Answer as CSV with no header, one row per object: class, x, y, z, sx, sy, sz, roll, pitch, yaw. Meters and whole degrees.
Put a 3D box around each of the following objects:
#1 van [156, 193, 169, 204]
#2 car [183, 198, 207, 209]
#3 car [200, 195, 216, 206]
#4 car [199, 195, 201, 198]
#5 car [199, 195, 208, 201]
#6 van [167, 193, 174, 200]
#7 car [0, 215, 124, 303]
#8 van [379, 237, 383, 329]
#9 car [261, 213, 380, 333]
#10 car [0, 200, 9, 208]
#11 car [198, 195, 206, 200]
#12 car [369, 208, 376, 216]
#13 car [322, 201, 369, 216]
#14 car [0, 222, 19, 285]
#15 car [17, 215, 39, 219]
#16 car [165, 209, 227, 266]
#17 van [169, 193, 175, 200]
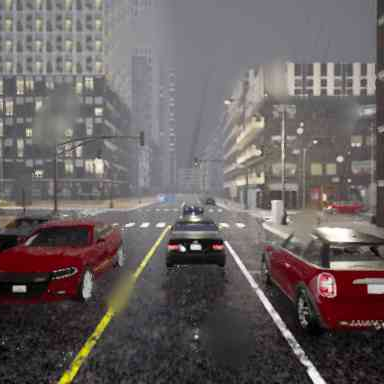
van,-5.696,1.243,61.630,1.690,1.788,3.998,0,0,0
car,0.128,1.576,31.748,1.895,1.301,4.718,1,0,0
car,2.686,1.482,51.664,1.947,1.339,4.313,0,0,0
car,2.685,1.447,61.631,1.887,1.381,4.507,0,0,0
car,2.685,1.430,78.594,2.008,1.369,4.403,0,0,0
van,-5.696,1.206,89.901,1.690,1.788,3.998,0,0,0
car,-3.051,1.462,8.422,1.882,1.535,5.008,0,0,1
van,2.686,1.339,1.223,1.690,1.788,3.998,0,0,0
car,2.686,1.428,6.773,1.967,1.590,4.097,0,0,0
car,-22.033,1.067,35.127,4.829,1.417,1.752,1,-1,-1
car,2.685,1.410,89.902,1.887,1.381,4.507,0,0,0
car,21.376,1.885,35.532,4.829,1.417,1.752,1,-1,-1
car,16.026,1.698,35.473,4.097,1.590,1.967,1,-1,-1
car,-5.693,1.554,6.773,1.947,1.339,4.313,0,0,0
car,-5.694,1.545,12.019,1.947,1.339,4.313,0,0,0
car,0.100,1.527,11.401,2.033,1.411,5.357,0,0,0
van,-5.696,1.213,84.247,1.690,1.788,3.998,0,0,0
